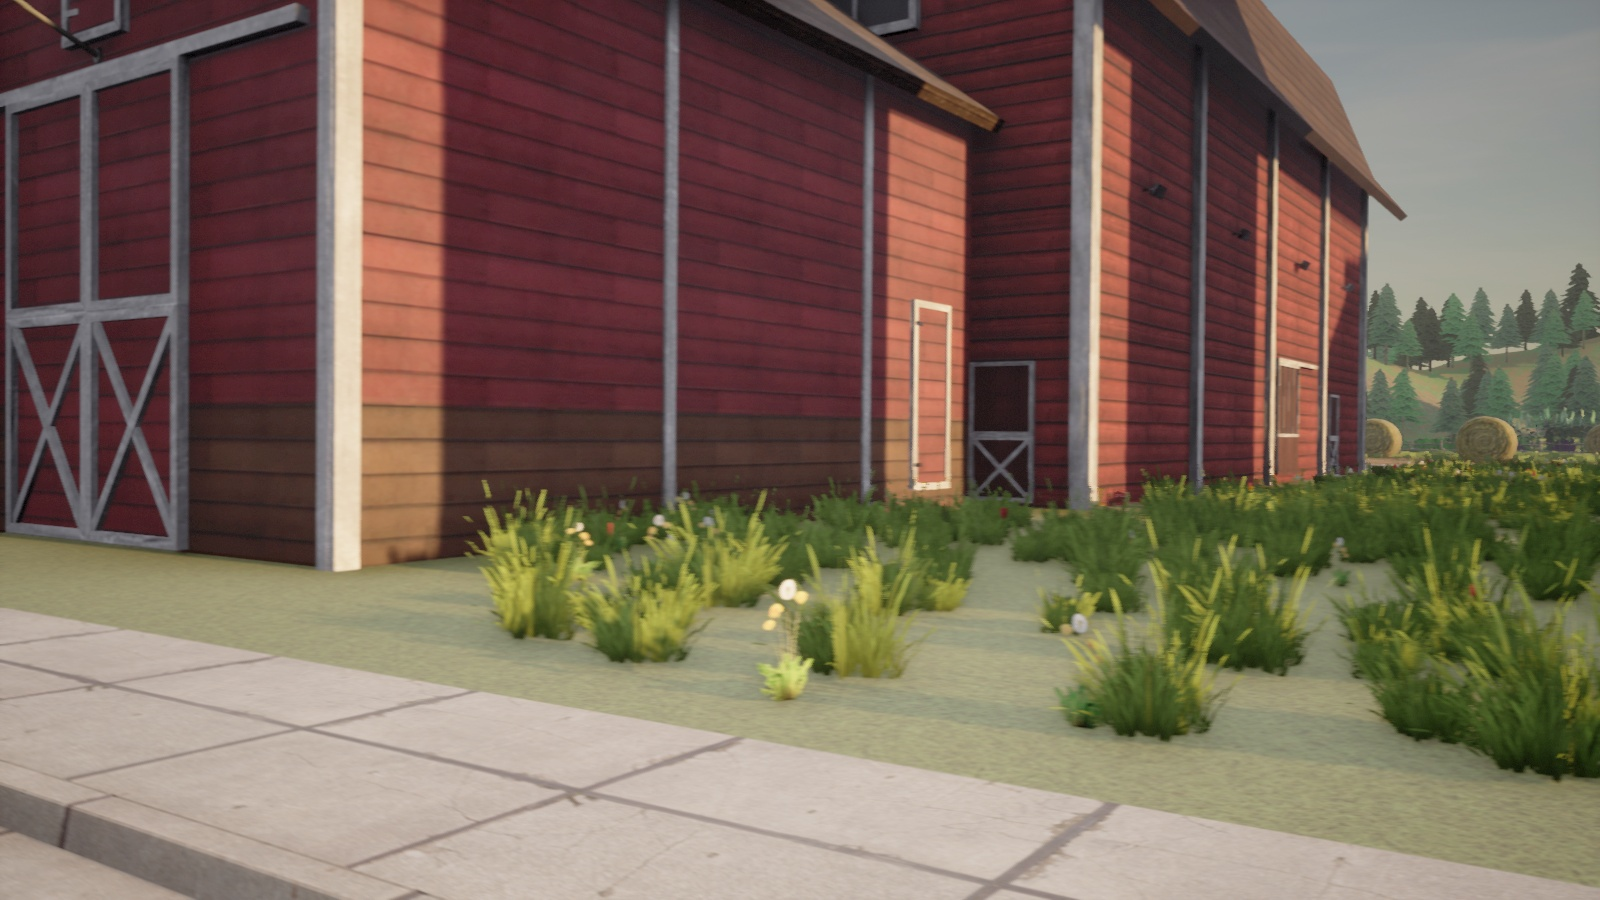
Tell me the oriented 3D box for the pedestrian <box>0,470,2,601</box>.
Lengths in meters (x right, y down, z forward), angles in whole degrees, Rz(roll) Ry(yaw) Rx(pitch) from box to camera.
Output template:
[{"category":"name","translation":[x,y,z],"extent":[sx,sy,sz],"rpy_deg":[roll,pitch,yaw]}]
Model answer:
[{"category":"pedestrian","translation":[-6.959,0.310,10.194],"extent":[0.694,1.848,0.540],"rpy_deg":[0,1,32]}]
